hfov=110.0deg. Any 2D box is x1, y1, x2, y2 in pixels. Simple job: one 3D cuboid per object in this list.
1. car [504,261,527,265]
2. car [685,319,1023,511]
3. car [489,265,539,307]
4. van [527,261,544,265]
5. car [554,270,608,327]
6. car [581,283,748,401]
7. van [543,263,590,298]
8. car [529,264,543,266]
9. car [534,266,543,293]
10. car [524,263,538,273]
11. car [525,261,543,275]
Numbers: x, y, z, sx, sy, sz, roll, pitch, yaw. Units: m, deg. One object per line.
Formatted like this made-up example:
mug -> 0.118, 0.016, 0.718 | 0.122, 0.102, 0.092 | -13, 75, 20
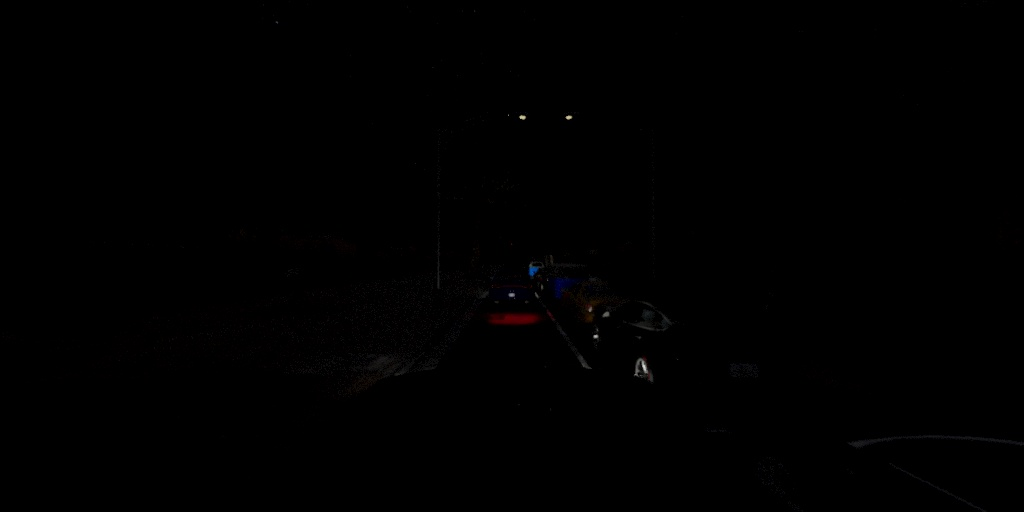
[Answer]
car -> -0.015, 1.395, 30.943 | 2.097, 1.767, 4.553 | 0, -1, 0
car -> 2.648, 1.295, 1.162 | 2.007, 1.370, 4.403 | 0, 0, 0
car -> -0.002, 1.370, 16.335 | 1.882, 1.535, 5.008 | 0, 0, 0
van -> 2.615, 1.472, 38.844 | 1.690, 1.789, 3.998 | 0, 0, 0
car -> 2.632, 1.371, 11.769 | 1.751, 1.417, 4.829 | 0, 0, 0
car -> 2.636, 1.358, 6.149 | 1.948, 1.339, 4.313 | 0, 0, 0
van -> 2.629, 1.241, 17.047 | 1.690, 1.789, 3.998 | 0, 0, 0
car -> 2.622, 1.563, 27.946 | 2.007, 1.370, 4.403 | 0, 0, 0
car -> 2.625, 1.521, 22.497 | 1.948, 1.339, 4.313 | 0, 0, 0
car -> 2.980, 1.806, 56.130 | 1.882, 1.535, 5.008 | 0, -1, 0
car -> 2.958, 1.600, 49.101 | 2.097, 1.767, 4.553 | 0, -1, 0
